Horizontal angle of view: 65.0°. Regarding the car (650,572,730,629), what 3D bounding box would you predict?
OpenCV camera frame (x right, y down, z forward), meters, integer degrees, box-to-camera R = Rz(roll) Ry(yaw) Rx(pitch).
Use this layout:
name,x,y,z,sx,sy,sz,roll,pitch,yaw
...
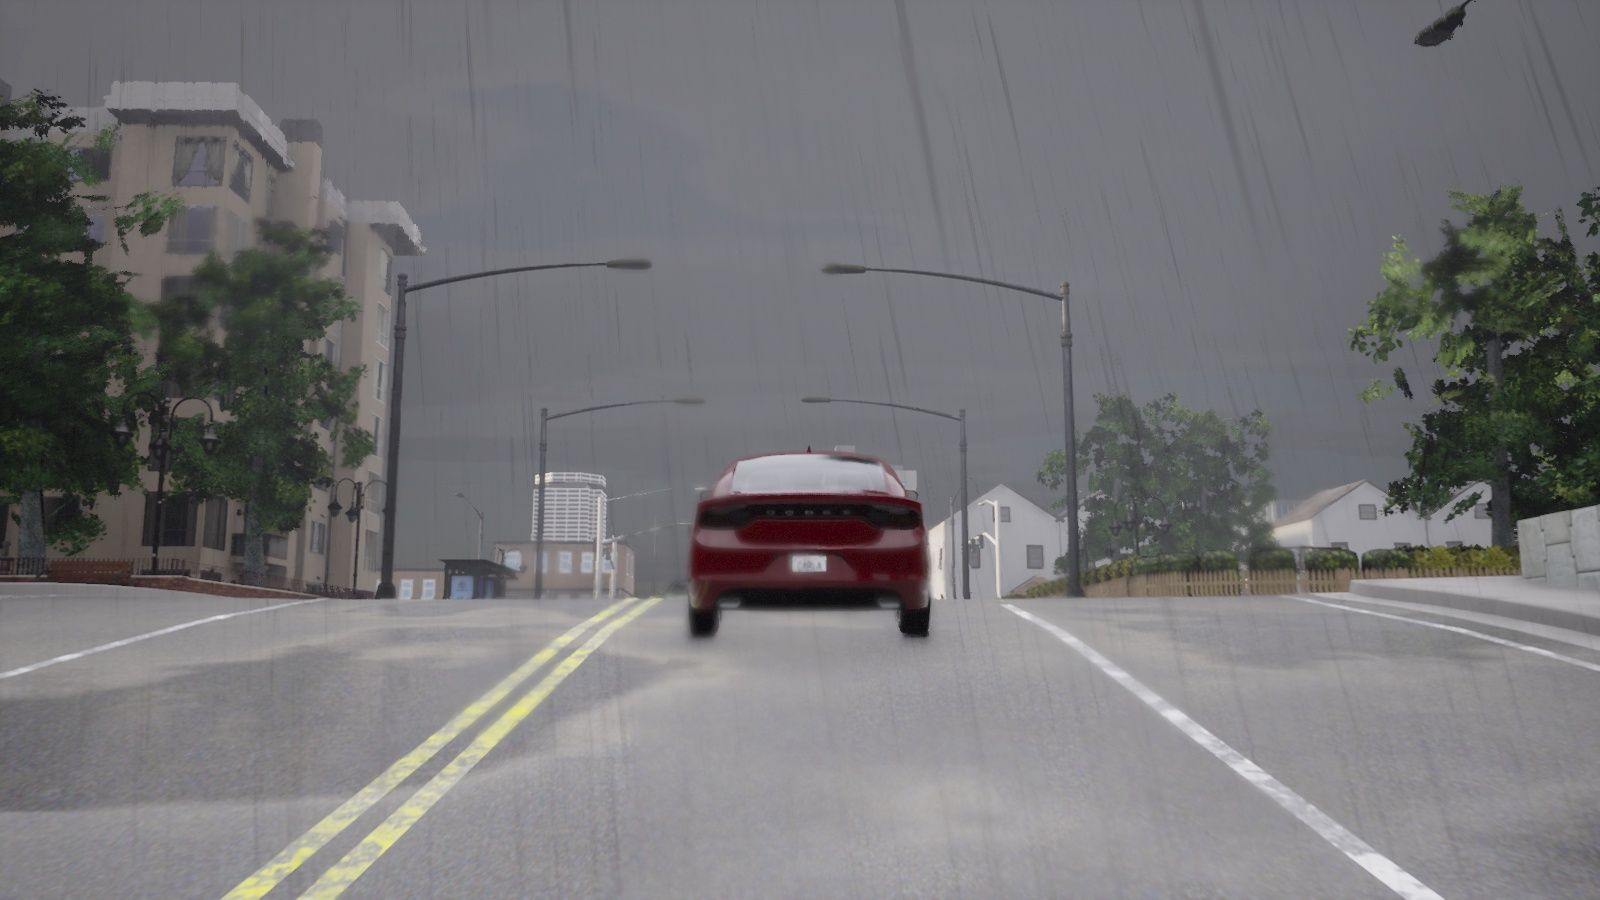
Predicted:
name,x,y,z,sx,sy,sz,roll,pitch,yaw
car,-3.271,4.645,38.355,2.007,1.525,4.514,0,-9,0

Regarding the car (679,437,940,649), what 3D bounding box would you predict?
name,x,y,z,sx,sy,sz,roll,pitch,yaw
car,0.081,0.768,11.592,1.882,1.535,5.008,0,-2,0
